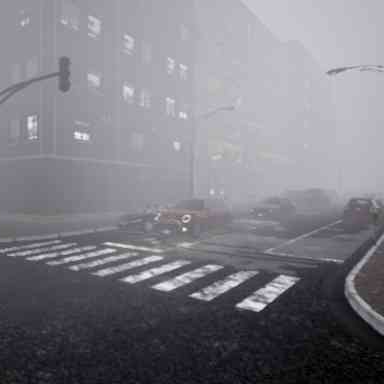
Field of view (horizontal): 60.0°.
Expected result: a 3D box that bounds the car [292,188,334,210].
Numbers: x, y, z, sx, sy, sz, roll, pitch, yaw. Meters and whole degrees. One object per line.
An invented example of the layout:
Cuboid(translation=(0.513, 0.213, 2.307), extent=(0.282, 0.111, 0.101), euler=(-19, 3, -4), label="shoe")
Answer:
Cuboid(translation=(12.257, 0.660, 33.351), extent=(2.150, 2.045, 5.566), euler=(0, 1, 35), label="car")

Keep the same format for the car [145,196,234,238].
Cuboid(translation=(0.163, 1.084, 16.019), extent=(2.097, 1.767, 4.553), euler=(0, 1, 34), label="car")

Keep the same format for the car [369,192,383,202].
Cuboid(translation=(28.580, 0.734, 51.148), extent=(1.895, 1.301, 4.718), euler=(0, 1, 35), label="car")

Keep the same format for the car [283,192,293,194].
Cuboid(translation=(7.577, 1.026, 31.175), extent=(1.887, 1.381, 4.507), euler=(1, 2, 35), label="car")

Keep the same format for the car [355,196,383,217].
Cuboid(translation=(14.428, 1.092, 26.349), extent=(2.008, 1.369, 4.403), euler=(1, 2, 35), label="car")

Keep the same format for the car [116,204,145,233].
Cuboid(translation=(-1.988, 1.265, 17.482), extent=(2.008, 1.369, 4.403), euler=(1, 2, 35), label="car")

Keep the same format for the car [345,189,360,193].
Cuboid(translation=(29.894, 0.515, 63.124), extent=(1.947, 1.339, 4.313), euler=(1, 2, 35), label="car")

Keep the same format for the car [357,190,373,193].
Cuboid(translation=(22.879, 0.794, 42.996), extent=(1.812, 1.442, 4.674), euler=(0, 1, 35), label="car")

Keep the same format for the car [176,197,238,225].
Cuboid(translation=(1.103, 1.164, 21.906), extent=(1.752, 1.417, 4.829), euler=(1, 2, 35), label="car")

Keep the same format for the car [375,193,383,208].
Cuboid(translation=(20.902, 0.911, 35.616), extent=(1.752, 1.417, 4.829), euler=(1, 2, 35), label="car")

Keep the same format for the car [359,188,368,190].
Cuboid(translation=(39.460, 0.038, 76.810), extent=(2.192, 1.841, 5.009), euler=(1, 2, 35), label="car")

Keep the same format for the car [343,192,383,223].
Cuboid(translation=(11.241, 1.059, 21.782), extent=(1.967, 1.590, 4.097), euler=(1, 2, 35), label="car")

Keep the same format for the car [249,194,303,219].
Cuboid(translation=(6.166, 1.133, 24.642), extent=(2.033, 1.411, 5.357), euler=(1, 1, 35), label="car")

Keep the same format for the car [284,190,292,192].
Cuboid(translation=(10.767, 0.720, 35.733), extent=(2.192, 1.841, 5.009), euler=(1, 2, 35), label="car")

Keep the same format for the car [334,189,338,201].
Cuboid(translation=(20.331, 0.491, 49.426), extent=(2.192, 1.841, 5.009), euler=(1, 2, 35), label="car")
